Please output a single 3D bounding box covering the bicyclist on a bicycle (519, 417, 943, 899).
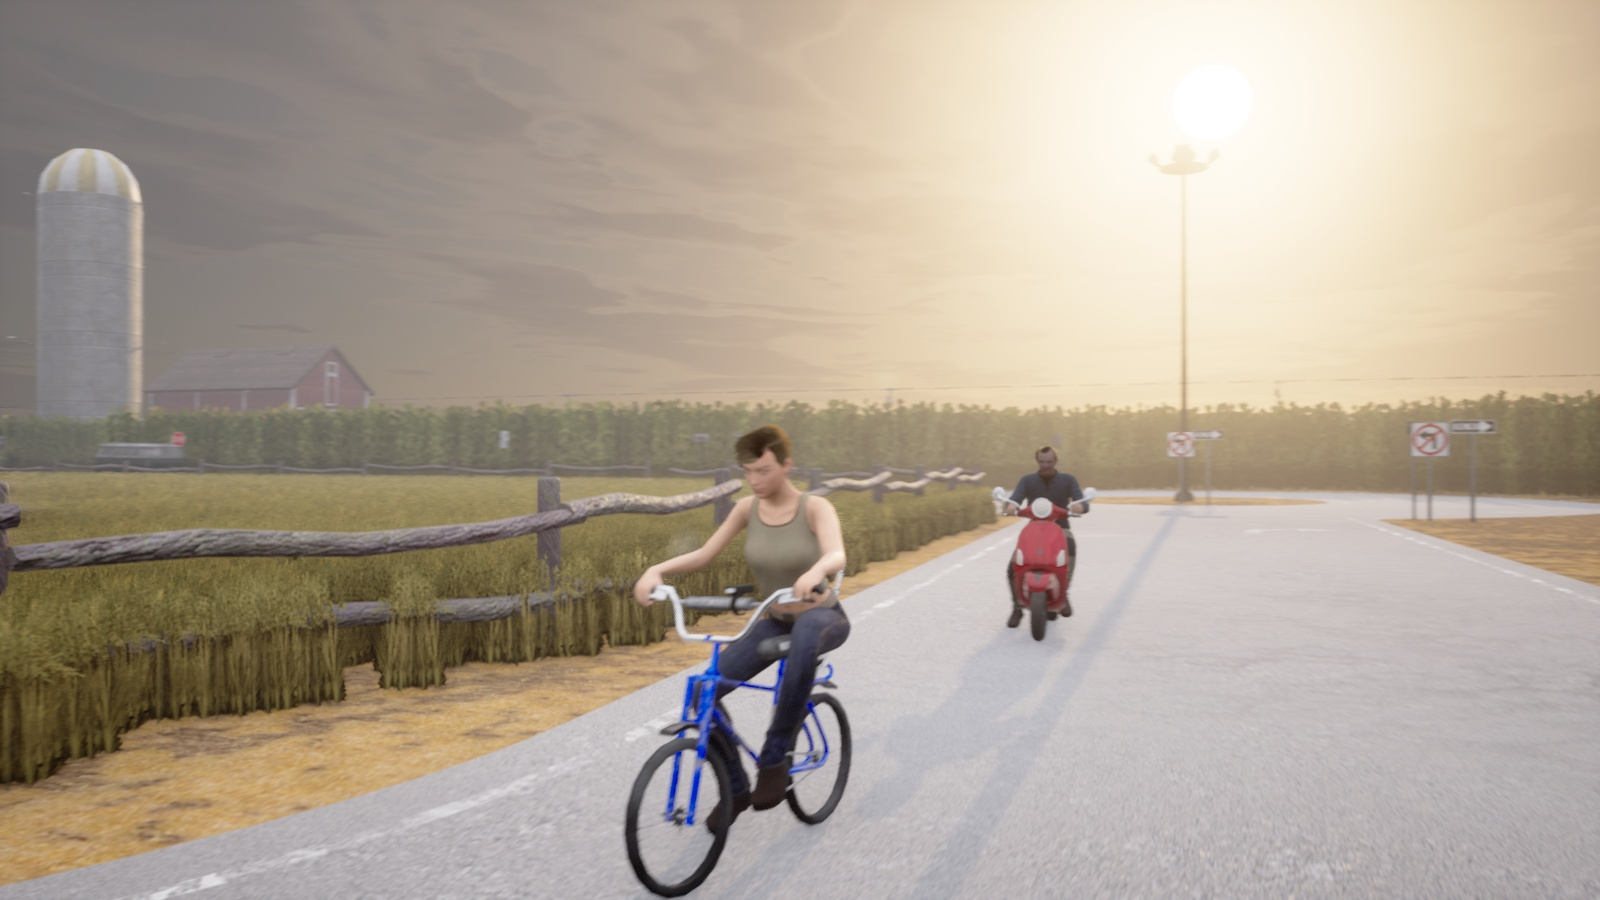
[{"bbox_3d":[-0.182,0.711,4.633,0.866,1.612,1.509,0,0,30],"label":"bicyclist on a bicycle"}]

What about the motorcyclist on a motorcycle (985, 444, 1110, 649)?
[{"bbox_3d":[2.156,0.753,10.749,0.866,1.590,1.817,0,0,17],"label":"motorcyclist on a motorcycle"}]

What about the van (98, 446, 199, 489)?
[{"bbox_3d":[-31.246,0.822,60.247,4.442,1.987,1.775,0,0,20],"label":"van"}]
